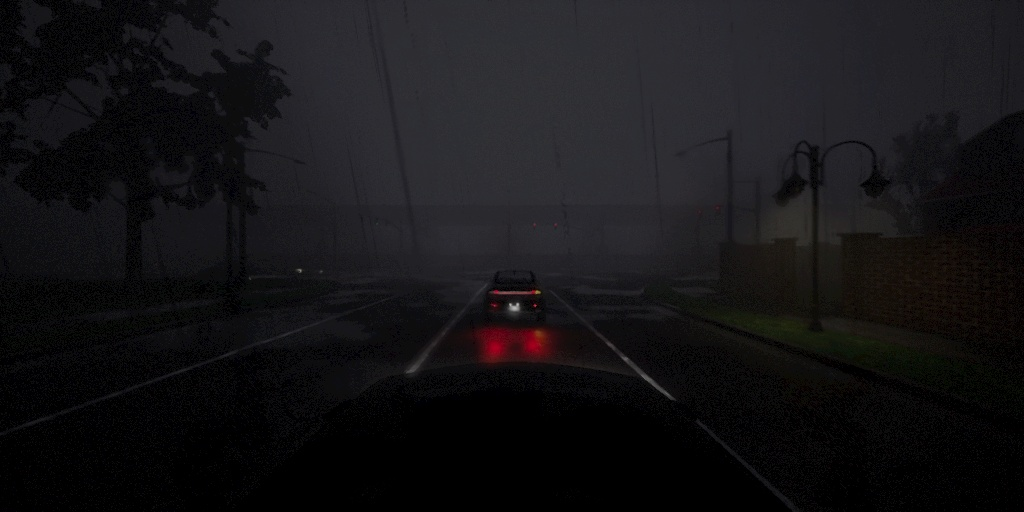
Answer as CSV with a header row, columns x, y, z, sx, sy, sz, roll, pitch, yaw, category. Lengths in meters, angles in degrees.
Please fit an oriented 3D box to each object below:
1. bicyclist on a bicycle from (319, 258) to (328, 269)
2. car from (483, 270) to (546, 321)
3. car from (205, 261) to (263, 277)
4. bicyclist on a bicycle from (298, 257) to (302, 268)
x,y,z,sx,sy,sz,roll,pitch,yaw,category
-27.042,1.087,51.420,0.582,1.620,1.656,0,0,14,bicyclist on a bicycle
0.088,1.218,12.270,2.128,1.511,4.902,0,0,0,car
-25.874,1.201,33.417,4.674,1.442,1.812,0,0,2,car
-31.595,0.929,53.509,0.582,1.620,1.656,0,0,-33,bicyclist on a bicycle
